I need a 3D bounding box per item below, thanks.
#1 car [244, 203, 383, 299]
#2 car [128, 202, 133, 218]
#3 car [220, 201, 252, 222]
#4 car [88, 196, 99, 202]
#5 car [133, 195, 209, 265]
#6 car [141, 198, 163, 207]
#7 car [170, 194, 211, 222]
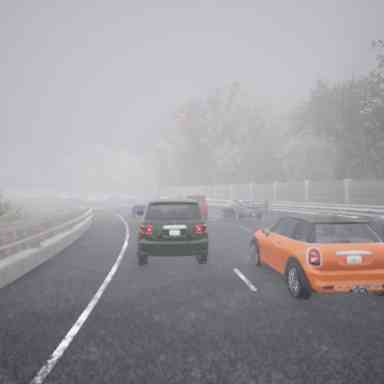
[{"bbox_3d":[3.007,1.341,8.632,2.097,1.767,4.553,0,0,-5],"label":"car"},{"bbox_3d":[-4.781,1.500,30.587,1.882,1.535,5.008,0,0,-17],"label":"car"},{"bbox_3d":[3.786,1.481,26.340,2.128,1.511,4.902,0,0,-17],"label":"car"},{"bbox_3d":[-23.836,1.625,80.672,1.812,1.442,4.674,0,0,-28],"label":"car"},{"bbox_3d":[-0.786,1.226,11.925,2.150,2.045,5.566,0,0,-7],"label":"car"},{"bbox_3d":[-6.246,1.600,51.802,1.994,1.385,4.181,0,0,-27],"label":"car"},{"bbox_3d":[-0.284,1.226,27.625,2.150,2.045,5.566,0,0,-15],"label":"car"}]
